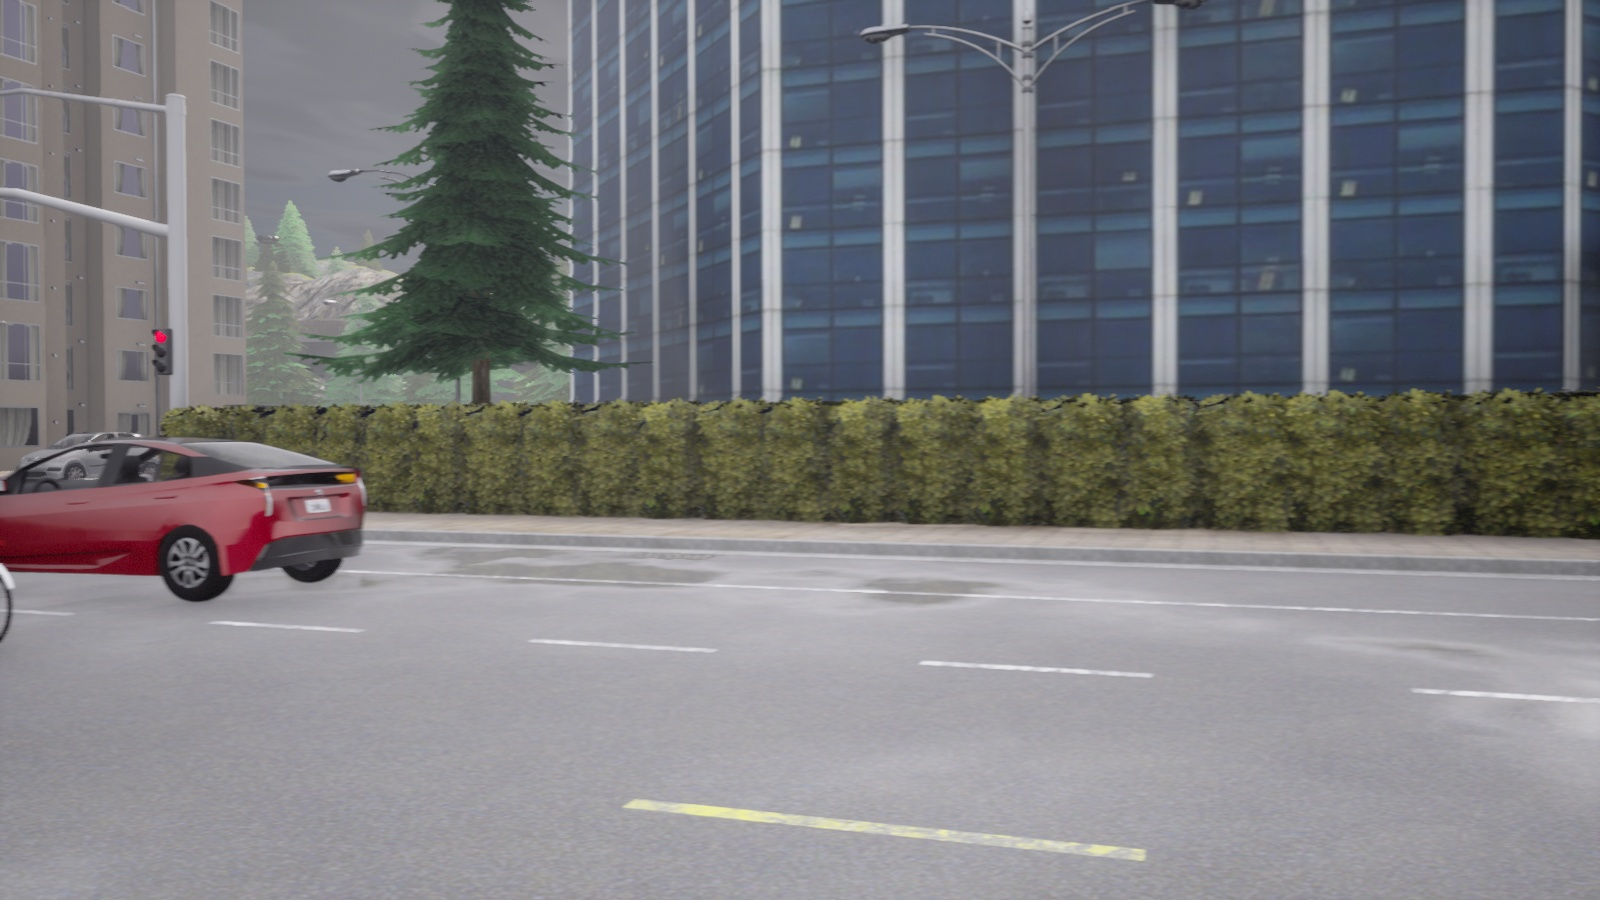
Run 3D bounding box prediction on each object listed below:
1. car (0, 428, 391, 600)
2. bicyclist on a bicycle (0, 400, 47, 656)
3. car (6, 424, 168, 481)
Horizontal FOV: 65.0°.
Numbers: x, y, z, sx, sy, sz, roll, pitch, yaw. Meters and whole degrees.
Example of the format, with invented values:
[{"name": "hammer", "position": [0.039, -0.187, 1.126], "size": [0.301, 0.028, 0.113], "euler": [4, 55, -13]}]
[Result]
[{"name": "car", "position": [-6.721, 0.542, 12.840], "size": [4.514, 1.525, 2.007], "euler": [1, 1, 19]}, {"name": "bicyclist on a bicycle", "position": [-6.412, 0.528, 9.042], "size": [1.843, 1.776, 0.659], "euler": [1, 1, 19]}, {"name": "car", "position": [-21.296, 0.041, 37.693], "size": [1.851, 1.617, 3.988], "euler": [1, 1, 19]}]
